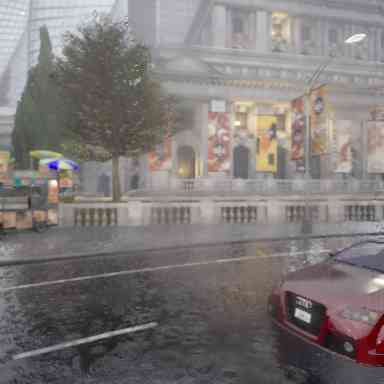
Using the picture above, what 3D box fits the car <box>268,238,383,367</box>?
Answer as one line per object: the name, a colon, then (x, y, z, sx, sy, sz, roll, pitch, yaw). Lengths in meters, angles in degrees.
car: (3.326, 1.503, 5.428, 4.181, 1.385, 1.994, 0, 1, -25)
